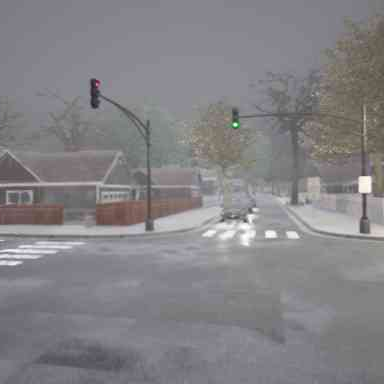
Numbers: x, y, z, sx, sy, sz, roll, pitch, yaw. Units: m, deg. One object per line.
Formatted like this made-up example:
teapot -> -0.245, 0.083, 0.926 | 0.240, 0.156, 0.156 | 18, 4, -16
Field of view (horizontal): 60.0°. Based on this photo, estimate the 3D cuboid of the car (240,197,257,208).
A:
car -> 7.533, 1.369, 44.368 | 1.994, 1.385, 4.181 | -1, 0, 13

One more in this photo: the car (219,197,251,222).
car -> 3.237, 1.403, 25.086 | 1.837, 1.490, 4.892 | -1, 0, 11

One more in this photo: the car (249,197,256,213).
car -> 5.350, 1.329, 34.578 | 1.882, 1.535, 5.008 | -1, 0, 13
